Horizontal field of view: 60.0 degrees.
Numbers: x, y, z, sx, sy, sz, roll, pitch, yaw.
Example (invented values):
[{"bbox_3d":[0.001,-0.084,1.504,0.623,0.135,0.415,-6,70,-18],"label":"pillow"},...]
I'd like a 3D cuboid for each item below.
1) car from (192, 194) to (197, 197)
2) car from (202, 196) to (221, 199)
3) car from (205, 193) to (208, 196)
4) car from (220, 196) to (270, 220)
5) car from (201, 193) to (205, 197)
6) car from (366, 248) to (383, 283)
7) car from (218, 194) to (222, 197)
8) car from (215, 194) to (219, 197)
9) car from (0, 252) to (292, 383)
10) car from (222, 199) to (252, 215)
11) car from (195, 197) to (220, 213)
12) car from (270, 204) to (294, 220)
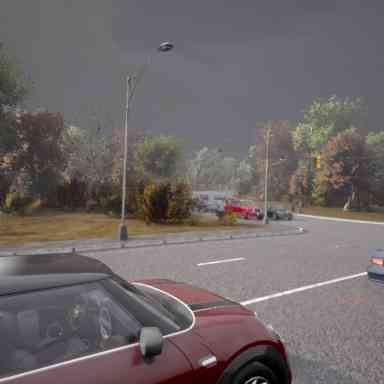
[{"bbox_3d":[-0.839,1.372,54.967,2.150,2.045,5.566,2,2,-13],"label":"car"},{"bbox_3d":[3.098,1.939,53.770,1.994,1.385,4.181,2,1,-15],"label":"car"},{"bbox_3d":[2.862,1.043,78.373,2.128,1.511,4.902,2,2,-1],"label":"car"},{"bbox_3d":[5.534,1.809,35.657,2.150,2.045,5.566,3,-1,-22],"label":"car"},{"bbox_3d":[0.607,1.221,65.901,2.097,1.767,4.553,2,2,-8],"label":"car"},{"bbox_3d":[6.540,1.662,8.442,5.357,1.411,2.033,2,-1,-36],"label":"car"},{"bbox_3d":[7.401,1.557,69.251,1.837,1.490,4.892,2,3,-8],"label":"car"},{"bbox_3d":[6.316,1.164,79.456,1.994,1.385,4.181,2,2,-1],"label":"car"},{"bbox_3d":[-1.211,1.354,2.883,4.553,1.767,2.097,0,0,-36],"label":"car"},{"bbox_3d":[5.939,1.993,44.413,2.097,1.767,4.553,3,0,-19],"label":"car"},{"bbox_3d":[2.042,1.961,44.918,1.837,1.490,4.892,3,0,-18],"label":"car"},{"bbox_3d":[9.034,2.096,36.440,2.097,1.767,4.553,3,-1,-23],"label":"car"}]
